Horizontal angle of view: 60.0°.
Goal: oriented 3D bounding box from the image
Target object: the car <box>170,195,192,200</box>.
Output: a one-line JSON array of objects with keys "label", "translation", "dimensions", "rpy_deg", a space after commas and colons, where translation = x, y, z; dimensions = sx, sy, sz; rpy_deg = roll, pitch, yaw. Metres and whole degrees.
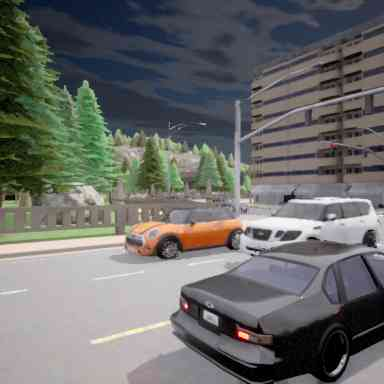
[{"label": "car", "translation": [-0.799, 1.489, 43.562], "dimensions": [2.033, 1.411, 5.357], "rpy_deg": [0, 0, -20]}]

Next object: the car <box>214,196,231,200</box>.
[{"label": "car", "translation": [3.835, 1.433, 34.897], "dimensions": [2.128, 1.511, 4.902], "rpy_deg": [0, 0, -32]}]

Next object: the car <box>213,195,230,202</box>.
[{"label": "car", "translation": [6.483, 1.479, 72.412], "dimensions": [2.033, 1.411, 5.357], "rpy_deg": [0, 0, 25]}]

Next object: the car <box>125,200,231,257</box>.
[{"label": "car", "translation": [-0.181, 1.351, 12.464], "dimensions": [4.553, 1.767, 2.097], "rpy_deg": [0, 0, -36]}]

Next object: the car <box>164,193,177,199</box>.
[{"label": "car", "translation": [-3.250, 1.163, 53.668], "dimensions": [2.150, 2.045, 5.566], "rpy_deg": [0, 0, -5]}]

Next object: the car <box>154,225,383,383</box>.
[{"label": "car", "translation": [2.277, 1.547, 5.414], "dimensions": [5.357, 1.411, 2.033], "rpy_deg": [0, 0, -35]}]

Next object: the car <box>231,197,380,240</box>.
[{"label": "car", "translation": [4.204, 1.222, 11.306], "dimensions": [5.566, 2.045, 2.150], "rpy_deg": [0, 0, -35]}]
